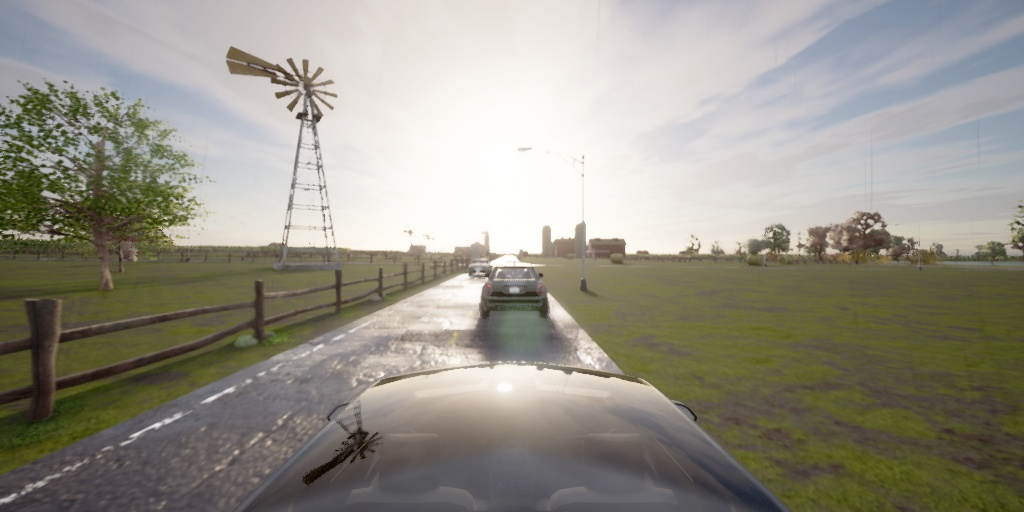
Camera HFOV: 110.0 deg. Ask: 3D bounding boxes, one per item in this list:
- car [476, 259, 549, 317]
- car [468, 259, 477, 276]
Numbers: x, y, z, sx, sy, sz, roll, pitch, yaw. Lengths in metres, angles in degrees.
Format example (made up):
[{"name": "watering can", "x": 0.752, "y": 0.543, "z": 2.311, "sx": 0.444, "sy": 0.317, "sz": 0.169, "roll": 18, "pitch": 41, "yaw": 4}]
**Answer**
[{"name": "car", "x": 0.077, "y": 1.016, "z": 12.788, "sx": 2.097, "sy": 1.767, "sz": 4.553, "roll": 0, "pitch": 0, "yaw": 0}, {"name": "car", "x": -2.880, "y": 0.999, "z": 33.055, "sx": 2.128, "sy": 1.511, "sz": 4.902, "roll": 0, "pitch": 0, "yaw": 0}]
